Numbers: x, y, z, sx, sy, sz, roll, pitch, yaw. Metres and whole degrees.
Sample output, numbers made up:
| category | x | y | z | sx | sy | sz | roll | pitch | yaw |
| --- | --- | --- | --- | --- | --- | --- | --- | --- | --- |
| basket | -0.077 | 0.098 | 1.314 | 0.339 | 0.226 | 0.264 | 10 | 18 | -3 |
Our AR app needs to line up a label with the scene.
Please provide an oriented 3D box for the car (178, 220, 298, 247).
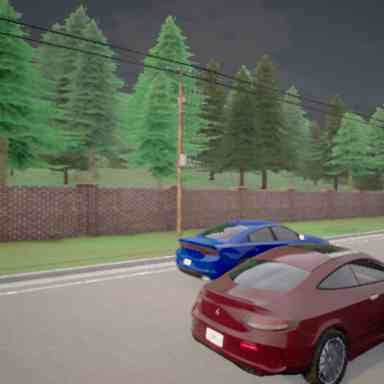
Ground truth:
| category | x | y | z | sx | sy | sz | roll | pitch | yaw |
| --- | --- | --- | --- | --- | --- | --- | --- | --- | --- |
| car | 1.906 | 1.542 | 9.404 | 5.008 | 1.535 | 1.882 | 0 | 0 | -35 |

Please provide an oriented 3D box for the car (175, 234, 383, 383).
| category | x | y | z | sx | sy | sz | roll | pitch | yaw |
| --- | --- | --- | --- | --- | --- | --- | --- | --- | --- |
| car | 2.141 | 1.569 | 5.289 | 4.674 | 1.442 | 1.812 | 0 | 0 | -35 |
